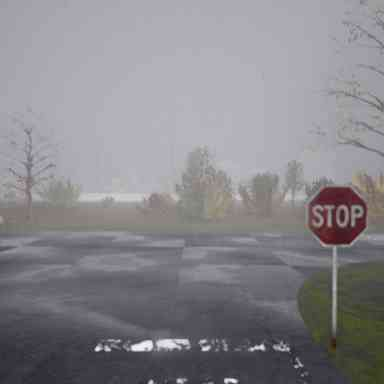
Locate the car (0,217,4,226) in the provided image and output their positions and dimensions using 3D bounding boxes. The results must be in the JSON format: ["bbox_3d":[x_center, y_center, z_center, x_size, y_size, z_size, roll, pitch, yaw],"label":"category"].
[{"bbox_3d":[-12.272,1.501,16.702,4.718,1.301,1.895,0,0,2],"label":"car"}]
